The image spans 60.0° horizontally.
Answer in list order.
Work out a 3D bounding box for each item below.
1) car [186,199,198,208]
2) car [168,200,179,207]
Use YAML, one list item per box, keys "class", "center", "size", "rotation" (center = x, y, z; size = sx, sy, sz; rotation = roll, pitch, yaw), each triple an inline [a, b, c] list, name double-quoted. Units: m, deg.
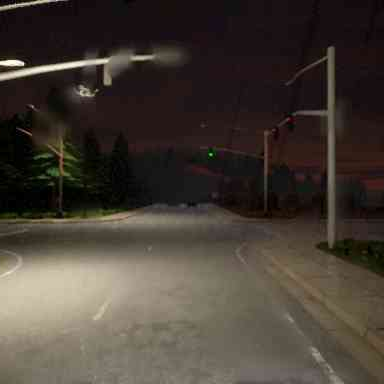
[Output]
- class: "car"
  center: [-0.004, 2.047, 60.971]
  size: [1.882, 1.535, 5.008]
  rotation: [0, -1, 0]
- class: "car"
  center: [-3.544, 2.139, 63.437]
  size: [2.033, 1.411, 5.357]
  rotation: [0, -1, 1]
